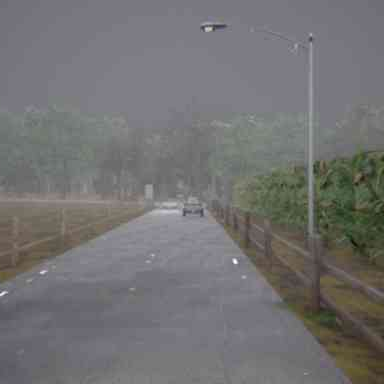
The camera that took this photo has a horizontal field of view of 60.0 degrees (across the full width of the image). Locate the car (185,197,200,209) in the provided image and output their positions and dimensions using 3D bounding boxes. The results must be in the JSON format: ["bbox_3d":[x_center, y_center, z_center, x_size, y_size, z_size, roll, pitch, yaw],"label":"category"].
[{"bbox_3d":[0.044,1.414,44.553,1.837,1.490,4.892,0,0,-1],"label":"car"}]

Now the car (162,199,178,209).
[{"bbox_3d":[-2.793,1.513,42.594,1.895,1.301,4.718,0,0,1],"label":"car"}]

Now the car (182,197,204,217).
[{"bbox_3d":[0.099,1.424,30.604,2.128,1.511,4.902,0,0,0],"label":"car"}]
